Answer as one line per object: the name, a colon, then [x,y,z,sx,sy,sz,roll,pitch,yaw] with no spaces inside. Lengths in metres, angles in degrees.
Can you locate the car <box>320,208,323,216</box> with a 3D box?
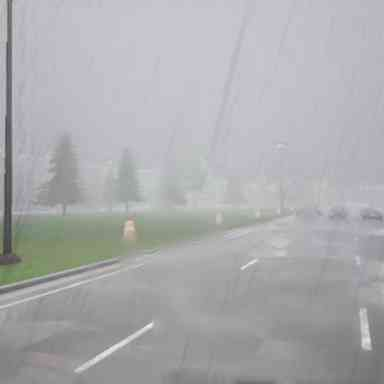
car: [18.471,2.799,49.895,1.837,1.490,4.892,-1,-2,26]

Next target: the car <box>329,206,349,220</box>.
car: [17.338,2.604,39.374,1.895,1.301,4.718,-1,-2,26]

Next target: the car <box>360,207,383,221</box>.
car: [20.482,2.501,37.836,1.994,1.385,4.181,-1,-2,27]

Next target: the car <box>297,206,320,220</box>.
car: [13.985,2.564,40.487,1.837,1.490,4.892,-1,-2,26]

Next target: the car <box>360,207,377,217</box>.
car: [24.789,2.765,46.879,1.895,1.301,4.718,-1,-2,26]

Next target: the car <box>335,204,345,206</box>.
car: [21.609,2.580,48.352,2.097,1.767,4.553,-1,-2,26]
